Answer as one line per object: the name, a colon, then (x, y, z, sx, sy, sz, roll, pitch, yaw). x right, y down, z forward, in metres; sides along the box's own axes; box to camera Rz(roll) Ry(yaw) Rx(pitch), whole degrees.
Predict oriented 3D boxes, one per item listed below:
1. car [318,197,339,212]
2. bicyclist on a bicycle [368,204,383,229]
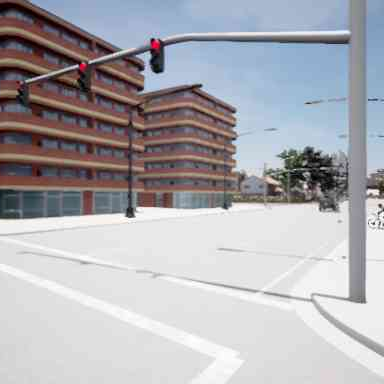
car: (19.773, 1.772, 48.019, 2.150, 2.045, 5.566, 0, -1, 31)
bicyclist on a bicycle: (12.126, 1.572, 21.142, 1.656, 1.620, 0.582, 0, -1, 31)
